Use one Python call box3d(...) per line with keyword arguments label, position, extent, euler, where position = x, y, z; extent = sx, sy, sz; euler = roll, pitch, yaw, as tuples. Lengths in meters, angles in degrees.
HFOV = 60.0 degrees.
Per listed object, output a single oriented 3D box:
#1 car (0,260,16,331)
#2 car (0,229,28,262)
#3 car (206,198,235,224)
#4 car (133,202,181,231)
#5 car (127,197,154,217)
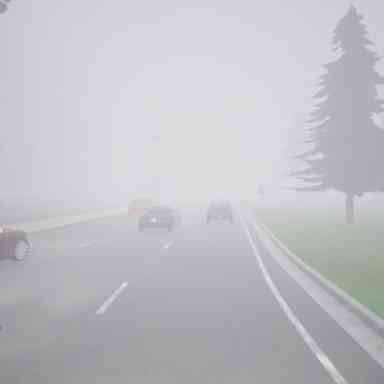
box3d(label="car", position=(-3.348, 1.594, 2.057), extent=(1.895, 1.301, 4.718), euler=(0, 0, 1))
box3d(label="car", position=(-6.497, 1.452, 9.086), extent=(1.882, 1.535, 5.008), euler=(0, 0, 4))
box3d(label="car", position=(2.064, 1.433, 24.235), extent=(2.128, 1.511, 4.902), euler=(0, 0, 6))
box3d(label="car", position=(-1.891, 1.512, 20.320), extent=(1.994, 1.385, 4.181), euler=(0, 0, 6))
box3d(label="car", position=(-4.297, 1.274, 30.332), extent=(2.097, 1.767, 4.553), euler=(0, 0, 6))
